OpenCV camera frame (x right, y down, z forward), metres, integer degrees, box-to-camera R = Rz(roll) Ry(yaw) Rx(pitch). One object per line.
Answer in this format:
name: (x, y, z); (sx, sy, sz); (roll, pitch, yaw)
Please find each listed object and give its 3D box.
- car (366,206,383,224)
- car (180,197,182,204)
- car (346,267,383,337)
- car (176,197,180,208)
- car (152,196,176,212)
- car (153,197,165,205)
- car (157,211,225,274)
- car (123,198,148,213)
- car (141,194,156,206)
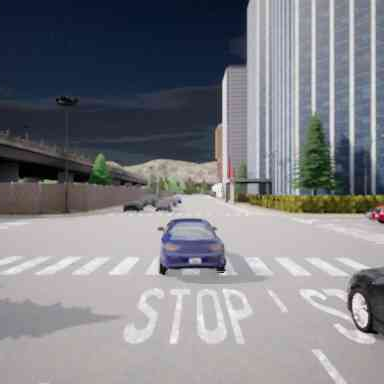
car: (16.048, 1.361, 23.914); (5.566, 2.045, 2.150); (0, 0, 0)
car: (-3.073, 1.701, 67.967); (1.882, 1.535, 5.008); (0, 0, 0)
car: (3.598, 1.519, 3.910); (1.837, 1.490, 4.892); (0, 0, 1)
car: (-3.260, 1.672, 52.313); (1.837, 1.490, 4.892); (0, 1, 1)
car: (-3.342, 1.637, 40.334); (1.837, 1.490, 4.892); (0, 0, 0)
car: (-6.580, 1.782, 66.999); (1.994, 1.385, 4.181); (0, 0, 0)
car: (-0.114, 1.561, 10.636); (1.812, 1.442, 4.674); (0, 0, -5)
car: (-6.880, 1.730, 39.663); (1.895, 1.301, 4.718); (0, 0, 1)
car: (-6.743, 1.392, 52.799); (2.150, 2.045, 5.566); (0, 0, 2)
